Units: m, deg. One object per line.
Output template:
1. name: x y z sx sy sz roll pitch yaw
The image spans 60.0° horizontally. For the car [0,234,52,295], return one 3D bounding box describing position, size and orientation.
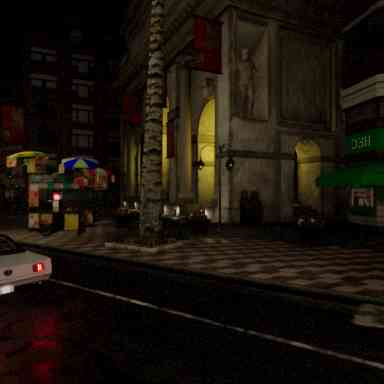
1. car: -5.393 1.600 7.711 4.718 1.301 1.895 0 0 35
